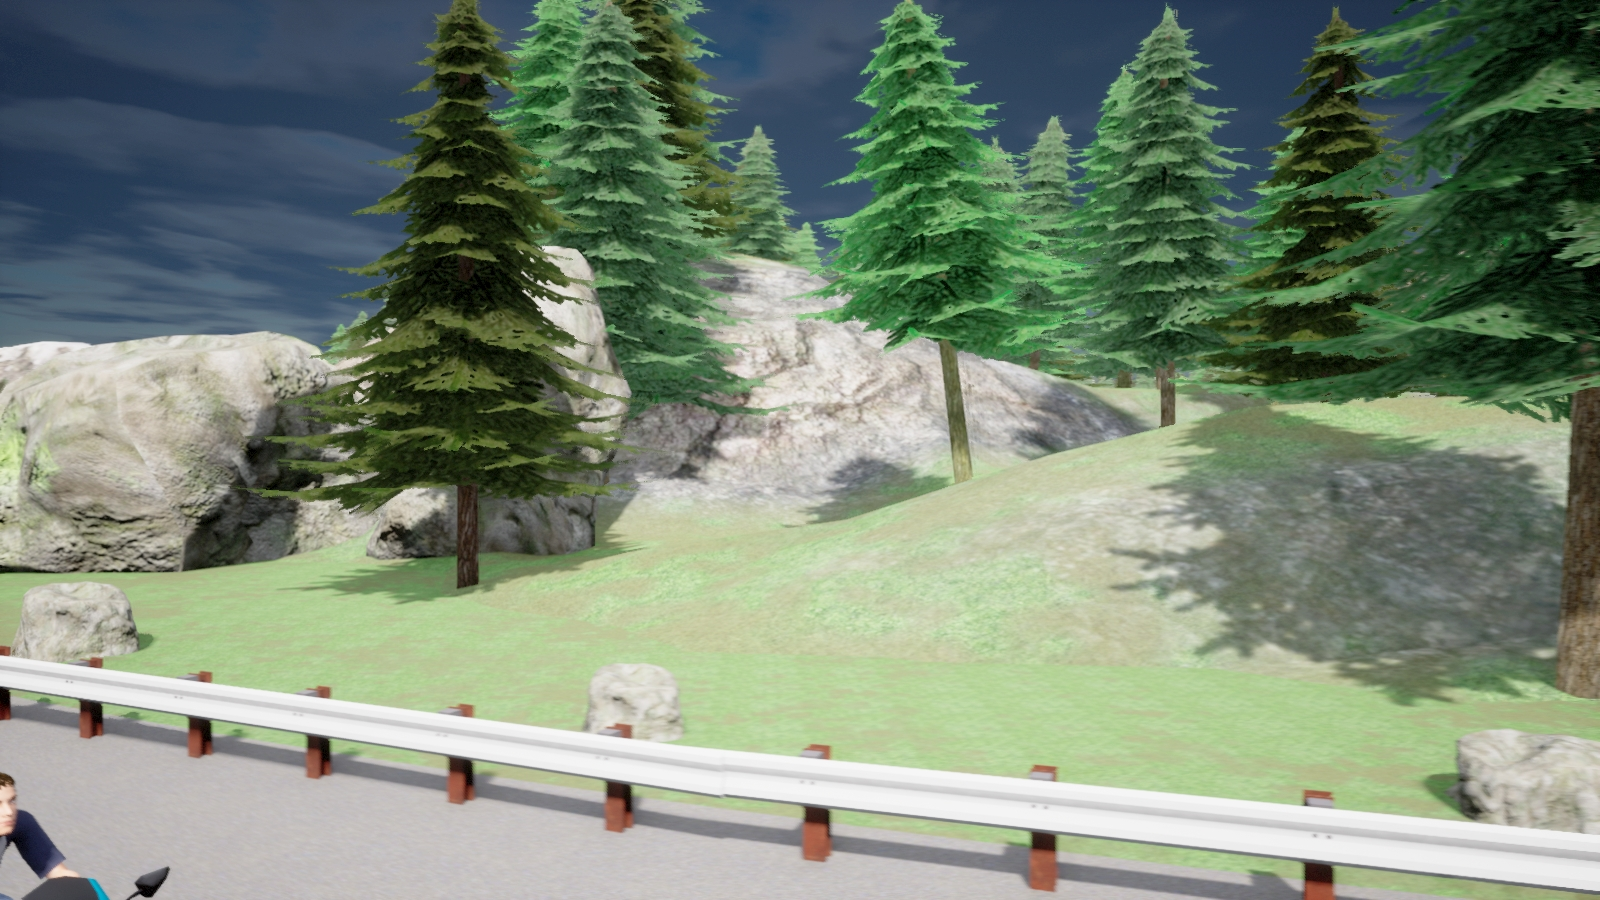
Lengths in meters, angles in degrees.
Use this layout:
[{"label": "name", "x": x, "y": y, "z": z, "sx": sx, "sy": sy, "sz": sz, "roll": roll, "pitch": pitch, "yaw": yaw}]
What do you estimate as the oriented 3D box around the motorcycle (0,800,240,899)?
[{"label": "motorcycle", "x": -3.305, "y": 2.180, "z": 4.561, "sx": 2.033, "sy": 1.217, "sz": 0.803, "roll": 0, "pitch": 0, "yaw": 24}]
